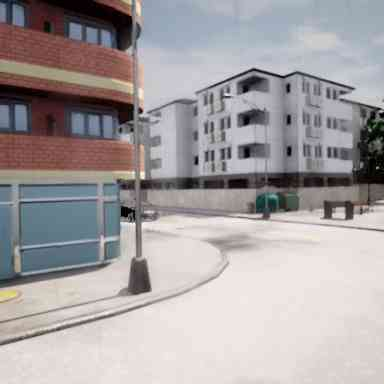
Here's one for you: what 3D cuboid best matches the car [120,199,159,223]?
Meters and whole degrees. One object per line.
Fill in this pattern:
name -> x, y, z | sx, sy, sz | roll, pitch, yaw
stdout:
car -> -4.106, 1.247, 23.469 | 2.128, 1.511, 4.902 | -2, 1, -35
